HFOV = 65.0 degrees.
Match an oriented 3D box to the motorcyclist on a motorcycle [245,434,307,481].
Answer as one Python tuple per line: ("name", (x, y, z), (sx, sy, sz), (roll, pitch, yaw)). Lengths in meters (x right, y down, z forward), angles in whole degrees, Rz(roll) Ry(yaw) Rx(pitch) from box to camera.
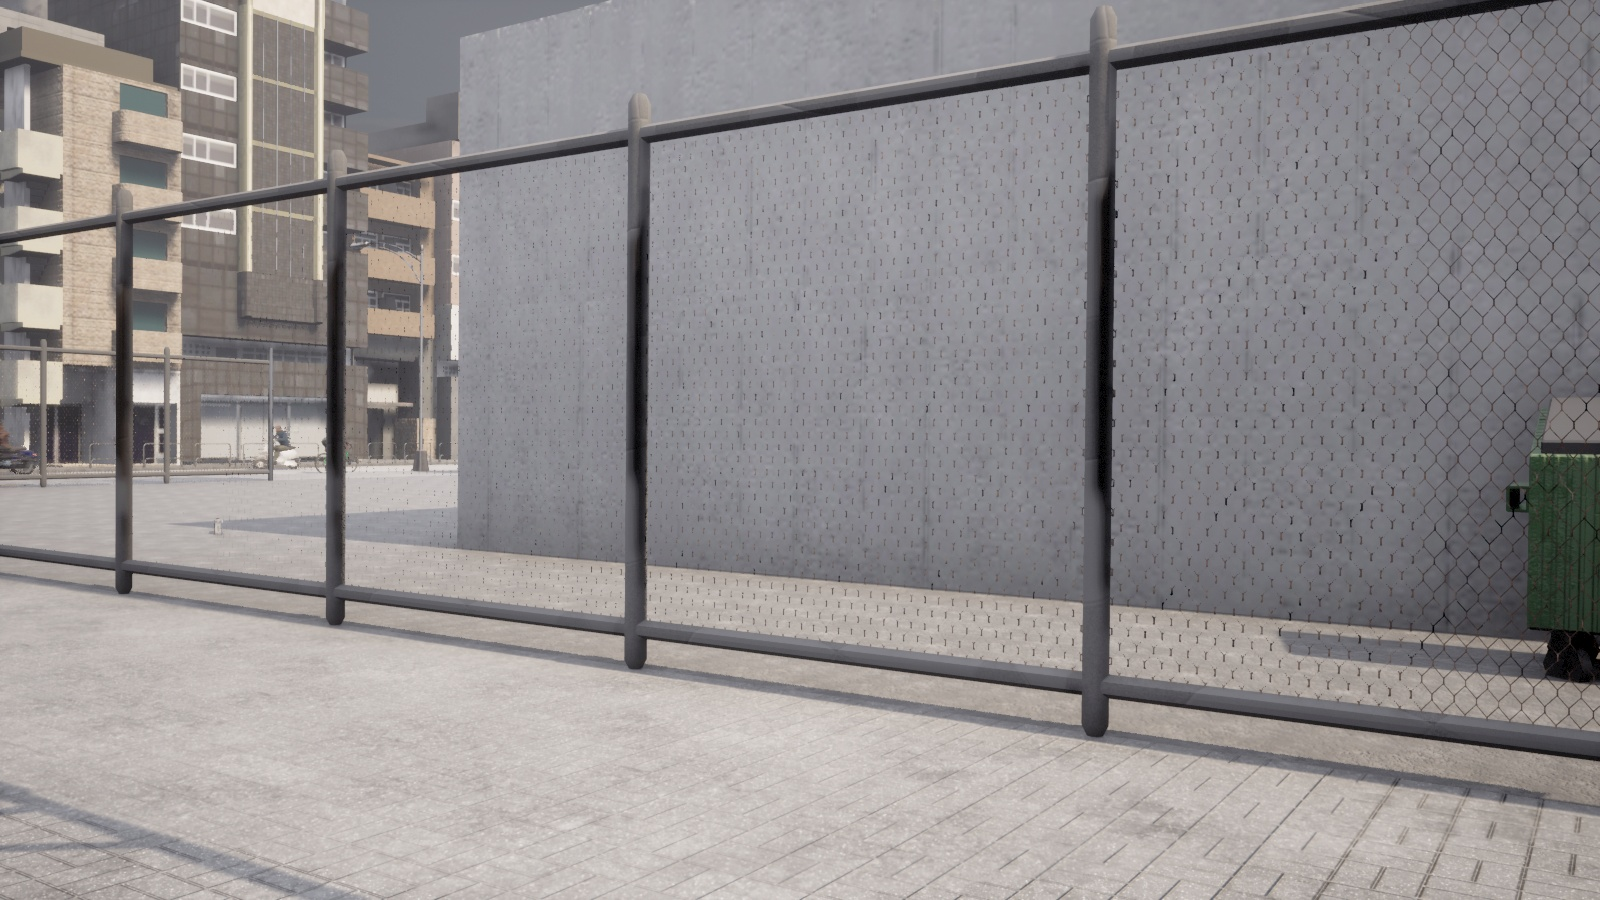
("motorcyclist on a motorcycle", (-18.407, 0.249, 44.119), (0.866, 1.590, 1.817), (0, 1, 34))

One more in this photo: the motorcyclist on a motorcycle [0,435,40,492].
("motorcyclist on a motorcycle", (-23.495, 0.397, 36.436), (0.766, 1.649, 2.350), (0, 1, 33))
